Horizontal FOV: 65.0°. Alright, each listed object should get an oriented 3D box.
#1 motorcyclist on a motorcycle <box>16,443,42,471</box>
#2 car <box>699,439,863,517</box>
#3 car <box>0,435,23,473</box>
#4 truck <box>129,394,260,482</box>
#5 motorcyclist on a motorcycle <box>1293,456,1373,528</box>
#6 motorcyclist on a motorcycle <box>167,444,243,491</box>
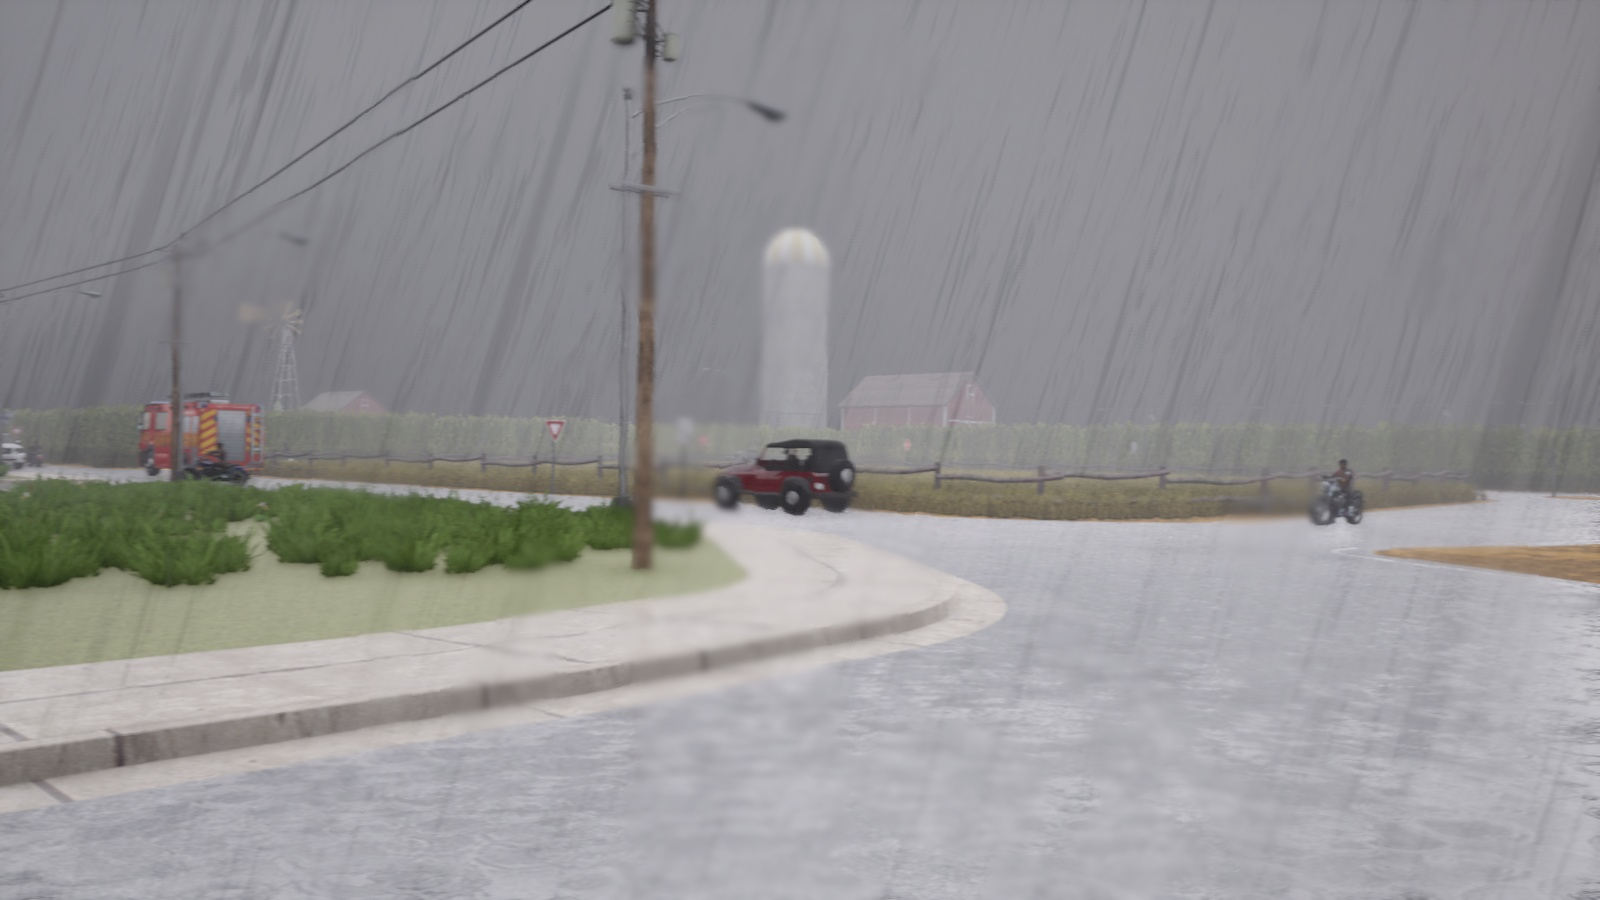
[{"bbox_3d":[-46.422,0.426,75.608,2.350,1.649,0.766,0,0,44],"label":"motorcyclist on a motorcycle"},{"bbox_3d":[-0.520,0.666,31.913,3.866,1.878,1.905,1,0,41],"label":"car"},{"bbox_3d":[-45.088,0.188,69.504,5.566,2.045,2.150,0,0,44],"label":"car"},{"bbox_3d":[-28.244,-0.533,58.359,2.891,3.827,8.468,1,0,-44],"label":"truck"},{"bbox_3d":[12.748,0.974,30.006,2.350,1.649,0.766,1,0,-40],"label":"motorcyclist on a motorcycle"},{"bbox_3d":[-21.264,0.617,44.913,2.350,1.649,0.766,1,1,-17],"label":"motorcyclist on a motorcycle"}]
